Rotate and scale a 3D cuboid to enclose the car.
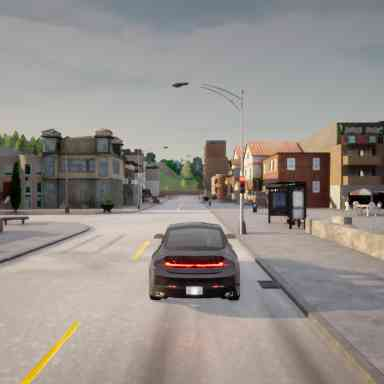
[{"bbox_3d":[0.068,1.505,8.337,1.837,1.490,4.892,0,0,1],"label":"car"}]
